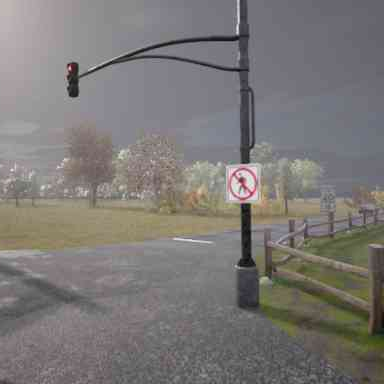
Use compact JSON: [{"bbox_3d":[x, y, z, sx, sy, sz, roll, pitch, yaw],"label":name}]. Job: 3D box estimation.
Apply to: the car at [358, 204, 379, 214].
[{"bbox_3d":[25.644,2.435,48.128,2.033,1.411,5.357,-1,-2,40],"label":"car"}]
